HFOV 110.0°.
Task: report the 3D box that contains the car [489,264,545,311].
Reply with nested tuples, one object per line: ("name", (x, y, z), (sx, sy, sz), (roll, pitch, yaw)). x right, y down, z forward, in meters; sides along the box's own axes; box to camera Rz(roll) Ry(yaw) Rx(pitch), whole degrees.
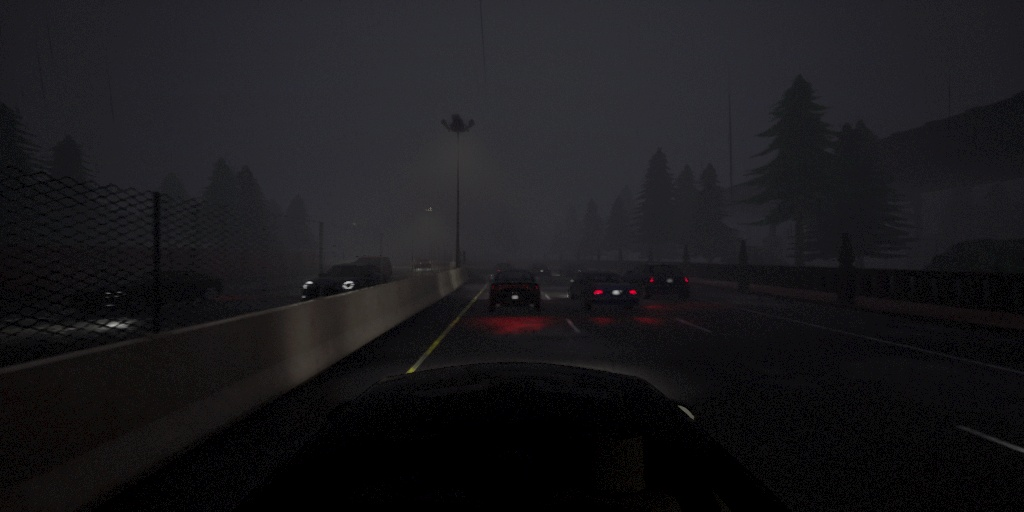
("car", (0.103, 1.247, 14.620), (1.882, 1.535, 5.008), (0, 0, 0))

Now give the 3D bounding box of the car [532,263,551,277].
("car", (2.530, 1.366, 35.686), (1.994, 1.385, 4.181), (0, 0, -7))

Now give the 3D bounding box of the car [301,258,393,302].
("car", (-7.121, 1.124, 15.745), (2.097, 1.767, 4.553), (0, 0, 0))

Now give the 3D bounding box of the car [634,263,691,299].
("car", (7.092, 1.128, 18.258), (2.097, 1.767, 4.553), (0, 0, 0))

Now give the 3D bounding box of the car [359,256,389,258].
("car", (-10.825, 1.011, 27.648), (2.150, 2.045, 5.566), (0, 0, -4))

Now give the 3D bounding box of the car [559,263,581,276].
("car", (6.053, 1.366, 35.742), (1.994, 1.385, 4.181), (0, 0, -7))

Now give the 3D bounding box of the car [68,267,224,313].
("car", (-14.107, 1.247, 14.288), (1.882, 1.535, 5.008), (0, 0, 0))

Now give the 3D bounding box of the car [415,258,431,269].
("car", (-14.752, 1.190, 59.569), (2.097, 1.767, 4.553), (0, 0, -22))

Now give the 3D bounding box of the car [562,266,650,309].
("car", (3.603, 1.318, 14.937), (2.033, 1.411, 5.357), (0, 0, 0))
